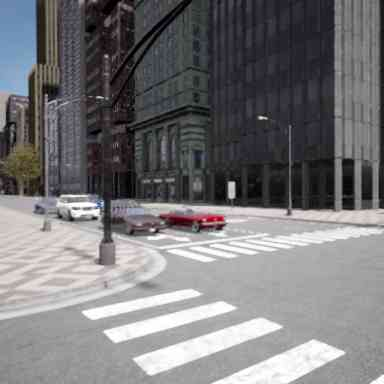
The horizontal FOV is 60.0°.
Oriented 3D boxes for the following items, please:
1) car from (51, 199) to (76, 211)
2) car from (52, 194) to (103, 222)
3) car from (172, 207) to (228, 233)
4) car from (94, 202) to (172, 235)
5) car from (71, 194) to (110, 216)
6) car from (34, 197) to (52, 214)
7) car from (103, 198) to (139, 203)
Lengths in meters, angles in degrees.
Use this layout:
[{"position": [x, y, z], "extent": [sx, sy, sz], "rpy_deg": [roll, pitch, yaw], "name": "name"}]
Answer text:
[{"position": [-16.708, 1.619, 43.129], "extent": [1.895, 1.301, 4.718], "rpy_deg": [-1, 0, -35], "name": "car"}, {"position": [-9.503, 1.242, 27.443], "extent": [2.150, 2.045, 5.566], "rpy_deg": [-1, 0, -36], "name": "car"}, {"position": [0.005, 1.574, 19.768], "extent": [1.895, 1.301, 4.718], "rpy_deg": [-1, 0, -36], "name": "car"}, {"position": [-3.563, 1.552, 19.165], "extent": [2.033, 1.411, 5.357], "rpy_deg": [-1, 0, -36], "name": "car"}, {"position": [-10.702, 1.225, 34.699], "extent": [2.150, 2.045, 5.566], "rpy_deg": [-1, 0, -36], "name": "car"}, {"position": [-15.424, 1.389, 35.715], "extent": [2.097, 1.767, 4.553], "rpy_deg": [-1, 0, -36], "name": "car"}, {"position": [-5.134, 1.339, 26.938], "extent": [2.097, 1.767, 4.553], "rpy_deg": [-1, 0, -36], "name": "car"}]
